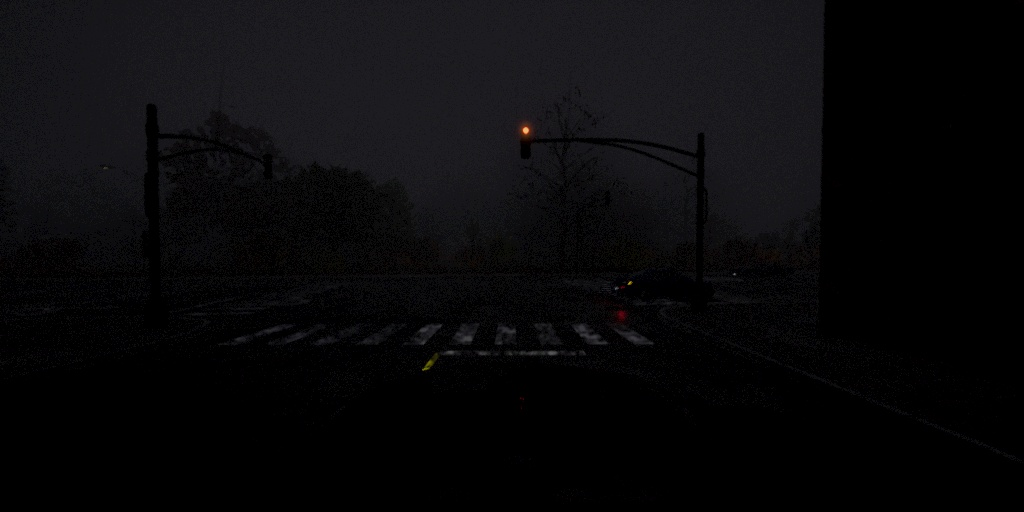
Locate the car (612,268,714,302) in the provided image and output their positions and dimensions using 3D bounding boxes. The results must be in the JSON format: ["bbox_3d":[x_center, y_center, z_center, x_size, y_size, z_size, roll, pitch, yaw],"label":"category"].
[{"bbox_3d":[7.125,1.306,17.013,4.674,1.442,1.812,0,1,-8],"label":"car"}]

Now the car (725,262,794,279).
[{"bbox_3d":[19.891,1.126,28.883,4.718,1.301,1.895,0,1,-9],"label":"car"}]
